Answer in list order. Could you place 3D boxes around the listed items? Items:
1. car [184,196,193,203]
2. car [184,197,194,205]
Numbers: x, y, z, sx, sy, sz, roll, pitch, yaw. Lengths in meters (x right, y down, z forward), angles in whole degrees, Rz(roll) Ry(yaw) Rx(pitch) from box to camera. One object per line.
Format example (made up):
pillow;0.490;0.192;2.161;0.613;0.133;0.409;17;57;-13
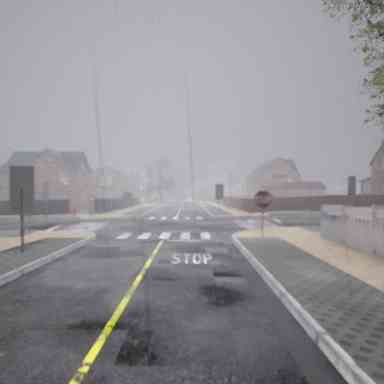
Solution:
car;-0.743;1.739;77.124;1.994;1.385;4.181;0;-1;-2
car;-0.577;1.782;67.099;1.812;1.442;4.674;0;-1;-1
